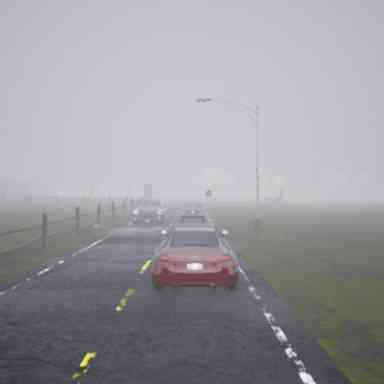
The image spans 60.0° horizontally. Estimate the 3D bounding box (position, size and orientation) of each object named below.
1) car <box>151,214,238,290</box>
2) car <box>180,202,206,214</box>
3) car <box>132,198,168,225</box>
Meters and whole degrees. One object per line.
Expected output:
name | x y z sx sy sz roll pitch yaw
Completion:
car | 0.068 1.531 9.038 1.994 1.385 4.181 0 0 0
car | 0.074 1.449 25.530 2.033 1.411 5.357 0 0 0
car | -2.847 1.263 23.364 2.097 1.767 4.553 0 0 0
